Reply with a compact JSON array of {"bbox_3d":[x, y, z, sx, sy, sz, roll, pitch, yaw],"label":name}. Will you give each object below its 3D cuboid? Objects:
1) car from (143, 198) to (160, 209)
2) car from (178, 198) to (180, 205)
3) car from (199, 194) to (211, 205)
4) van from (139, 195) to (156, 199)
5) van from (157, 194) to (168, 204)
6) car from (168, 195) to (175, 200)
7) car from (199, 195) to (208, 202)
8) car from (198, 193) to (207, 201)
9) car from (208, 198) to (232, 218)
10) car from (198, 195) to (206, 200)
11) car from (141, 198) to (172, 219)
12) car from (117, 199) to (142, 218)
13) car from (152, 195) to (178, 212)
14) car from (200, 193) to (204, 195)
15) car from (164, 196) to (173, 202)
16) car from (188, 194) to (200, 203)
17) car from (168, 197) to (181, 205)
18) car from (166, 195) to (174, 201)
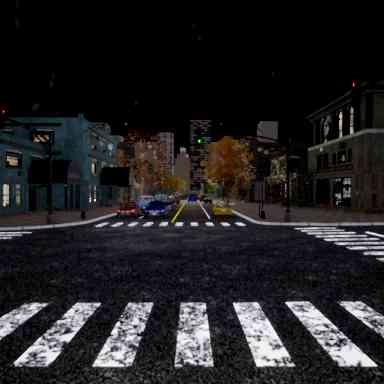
[{"bbox_3d":[-5.671,1.550,46.982,1.887,1.381,4.507,0,0,0],"label":"car"},{"bbox_3d":[-3.070,1.569,47.919,1.994,1.385,4.181,0,0,0],"label":"car"},{"bbox_3d":[2.715,1.556,58.070,2.008,1.369,4.403,-1,0,0],"label":"car"},{"bbox_3d":[-5.675,1.346,41.435,1.690,1.788,3.998,0,0,0],"label":"van"},{"bbox_3d":[-5.664,1.347,63.620,1.690,1.788,3.998,0,0,0],"label":"van"},{"bbox_3d":[-5.650,1.589,91.351,1.802,1.307,4.206,0,0,0],"label":"car"},{"bbox_3d":[2.726,1.551,80.255,1.887,1.381,4.507,-1,0,0],"label":"car"},{"bbox_3d":[2.726,1.322,85.802,2.192,1.841,5.009,-1,0,0],"label":"car"},{"bbox_3d":[2.702,1.529,30.508,1.752,1.417,4.829,-1,0,0],"label":"car"},{"bbox_3d":[2.731,1.552,91.348,1.887,1.381,4.507,-1,0,0],"label":"car"},{"bbox_3d":[-3.103,1.529,29.596,1.812,1.442,4.674,0,0,0],"label":"car"},{"bbox_3d":[-5.678,1.586,30.342,1.802,1.307,4.206,0,0,0],"label":"car"},{"bbox_3d":[-3.080,1.496,38.795,2.128,1.511,4.902,0,0,0],"label":"car"},{"bbox_3d":[2.723,1.573,74.709,1.947,1.339,4.313,-1,0,0],"label":"car"},{"bbox_3d":[-5.655,1.573,80.259,1.947,1.339,4.313,0,0,0],"label":"car"},{"bbox_3d":[0.101,1.484,70.771,1.882,1.535,5.008,0,0,0],"label":"car"},{"bbox_3d":[-3.036,1.606,58.029,1.895,1.301,4.718,0,0,0],"label":"car"},{"bbox_3d":[-5.653,1.552,85.805,1.887,1.381,4.507,0,0,0],"label":"car"}]
